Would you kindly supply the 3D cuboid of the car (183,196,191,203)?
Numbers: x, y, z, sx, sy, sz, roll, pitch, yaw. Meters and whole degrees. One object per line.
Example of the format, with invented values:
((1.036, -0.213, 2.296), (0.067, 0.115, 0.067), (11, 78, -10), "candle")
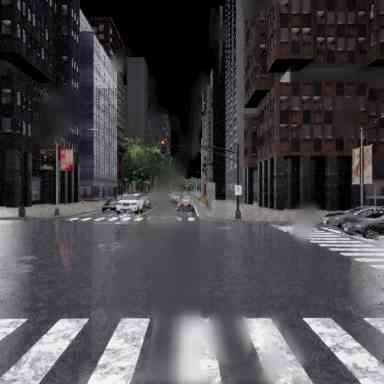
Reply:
((-1.036, 1.612, 71.770), (1.752, 1.417, 4.829), (0, 0, -1), "car")

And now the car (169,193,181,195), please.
((-3.829, 1.575, 75.426), (1.882, 1.535, 5.008), (0, 0, -1), "car")

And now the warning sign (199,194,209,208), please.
((1.551, 1.131, 42.744), (1.300, 1.860, 1.060), (0, 0, -1), "warning sign")

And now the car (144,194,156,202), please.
((-9.612, 1.417, 76.955), (2.192, 1.841, 5.009), (0, 0, -1), "car")

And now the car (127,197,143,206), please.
((-9.403, 1.570, 55.081), (1.752, 1.417, 4.829), (0, 0, -1), "car")

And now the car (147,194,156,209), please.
((-6.644, 1.375, 45.638), (2.097, 1.767, 4.553), (0, 0, 0), "car")

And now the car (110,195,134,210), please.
((-9.302, 1.335, 44.400), (2.192, 1.841, 5.009), (0, 0, -1), "car")

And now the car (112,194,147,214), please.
((-6.553, 1.223, 35.613), (2.150, 2.045, 5.566), (0, 0, -1), "car")

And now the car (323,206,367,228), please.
((10.951, 1.669, 21.117), (4.902, 1.511, 2.128), (1, 0, 1), "car")

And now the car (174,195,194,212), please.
((-0.725, 1.448, 39.052), (1.967, 1.590, 4.097), (0, 0, -1), "car")

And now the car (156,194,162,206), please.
((-6.730, 1.398, 55.839), (2.097, 1.767, 4.553), (0, 0, 0), "car")

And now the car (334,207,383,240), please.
((10.308, 1.699, 17.471), (4.674, 1.442, 1.812), (1, 0, -5), "car")

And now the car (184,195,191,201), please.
((-1.190, 1.574, 87.875), (1.967, 1.590, 4.097), (0, 0, -1), "car")

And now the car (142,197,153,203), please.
((-9.559, 1.668, 71.528), (1.802, 1.307, 4.206), (0, 0, -1), "car")

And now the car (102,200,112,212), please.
((-9.250, 1.574, 38.974), (1.947, 1.339, 4.313), (0, 0, -1), "car")

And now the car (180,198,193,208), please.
((-0.828, 1.614, 49.901), (1.802, 1.307, 4.206), (0, 0, -1), "car")

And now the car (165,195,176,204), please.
((-3.632, 1.671, 65.356), (1.895, 1.301, 4.718), (0, 0, -1), "car")

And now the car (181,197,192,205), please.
((-0.931, 1.603, 60.751), (1.887, 1.381, 4.507), (0, 0, -1), "car")
